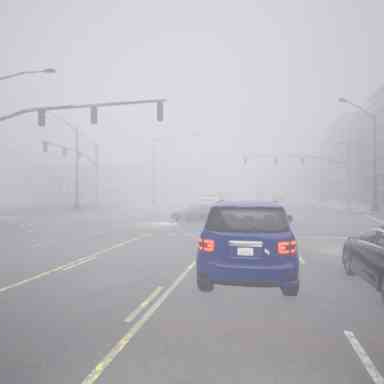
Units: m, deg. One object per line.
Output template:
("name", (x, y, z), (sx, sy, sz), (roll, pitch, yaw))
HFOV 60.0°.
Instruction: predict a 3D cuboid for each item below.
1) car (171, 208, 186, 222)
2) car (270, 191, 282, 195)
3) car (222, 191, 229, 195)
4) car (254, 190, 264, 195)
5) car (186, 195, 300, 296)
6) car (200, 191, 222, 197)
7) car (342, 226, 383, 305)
("car", (0.539, 1.539, 24.693), (4.181, 1.385, 1.994), (0, 0, -30))
("car", (16.897, 1.023, 65.010), (2.128, 1.511, 4.902), (0, 1, 11))
("car", (4.547, 0.923, 57.667), (2.150, 2.045, 5.566), (0, 1, 11))
("car", (15.302, 0.901, 75.471), (1.994, 1.385, 4.181), (0, 1, 11))
("car", (1.517, 1.221, 8.930), (2.150, 2.045, 5.566), (0, 0, 11))
("car", (2.515, 1.077, 47.481), (2.150, 2.045, 5.566), (0, 1, 11))
("car", (4.784, 1.491, 7.407), (2.128, 1.511, 4.902), (0, 0, 11))
